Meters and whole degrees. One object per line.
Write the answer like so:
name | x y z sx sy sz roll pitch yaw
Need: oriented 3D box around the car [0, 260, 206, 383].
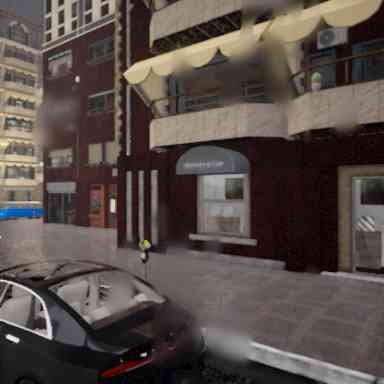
car | -1.908 1.567 4.232 4.403 1.369 2.008 0 0 35

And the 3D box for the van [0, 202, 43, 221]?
van | -16.188 1.841 31.890 1.690 1.788 3.998 -2 -2 35
